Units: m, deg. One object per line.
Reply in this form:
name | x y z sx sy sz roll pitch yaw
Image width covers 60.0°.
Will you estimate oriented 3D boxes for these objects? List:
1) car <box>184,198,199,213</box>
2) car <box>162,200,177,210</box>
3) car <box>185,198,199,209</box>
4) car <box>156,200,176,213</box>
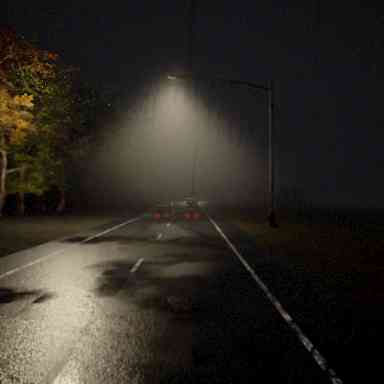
car | -0.023 1.863 42.874 2.128 1.511 4.902 0 0 0
car | -3.529 2.001 52.926 2.033 1.411 5.357 0 0 0
car | -0.029 1.806 53.012 2.097 1.767 4.553 0 -1 0
car | -3.522 1.859 42.489 2.128 1.511 4.902 0 0 0
